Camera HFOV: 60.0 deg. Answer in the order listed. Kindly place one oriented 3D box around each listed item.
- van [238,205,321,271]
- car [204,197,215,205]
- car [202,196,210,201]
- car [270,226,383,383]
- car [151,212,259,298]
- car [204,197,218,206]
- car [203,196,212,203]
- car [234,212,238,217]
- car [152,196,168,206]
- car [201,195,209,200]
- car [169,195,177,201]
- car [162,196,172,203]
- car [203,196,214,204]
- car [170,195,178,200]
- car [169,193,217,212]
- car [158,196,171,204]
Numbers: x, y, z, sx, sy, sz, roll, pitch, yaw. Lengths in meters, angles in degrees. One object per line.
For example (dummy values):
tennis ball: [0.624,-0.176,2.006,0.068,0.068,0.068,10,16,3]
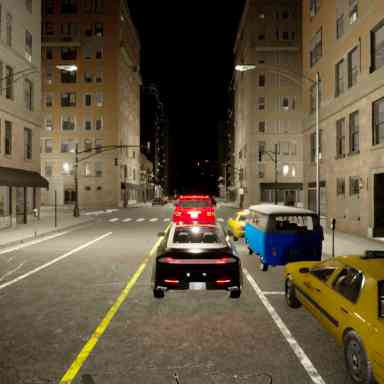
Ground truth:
van: [2.687,1.343,10.545,1.690,1.788,3.998,1,0,0]
car: [3.116,1.548,59.412,1.887,1.381,4.507,1,0,1]
car: [3.419,1.565,81.533,1.947,1.339,4.313,1,0,1]
car: [2.680,1.526,5.041,1.752,1.417,4.829,1,0,0]
car: [0.106,1.493,8.474,2.128,1.511,4.902,0,0,0]
car: [3.040,1.569,53.882,1.947,1.339,4.313,1,0,1]
car: [3.268,1.546,70.472,1.887,1.381,4.507,1,0,1]
car: [2.691,1.528,16.388,1.752,1.417,4.829,1,0,0]
car: [-5.485,1.587,53.995,1.802,1.307,4.206,1,0,1]
car: [3.571,1.547,92.593,2.008,1.369,4.403,1,0,1]
car: [-5.032,1.524,86.997,1.752,1.417,4.829,1,0,1]
car: [-5.257,1.547,70.581,1.887,1.381,4.507,1,0,1]
car: [3.192,1.553,64.942,2.008,1.369,4.403,1,0,1]
car: [-4.954,1.563,92.696,1.947,1.339,4.313,1,0,1]
car: [0.117,1.225,18.660,2.150,2.045,5.566,0,0,0]
car: [-5.333,1.554,65.052,2.008,1.369,4.403,1,0,1]
